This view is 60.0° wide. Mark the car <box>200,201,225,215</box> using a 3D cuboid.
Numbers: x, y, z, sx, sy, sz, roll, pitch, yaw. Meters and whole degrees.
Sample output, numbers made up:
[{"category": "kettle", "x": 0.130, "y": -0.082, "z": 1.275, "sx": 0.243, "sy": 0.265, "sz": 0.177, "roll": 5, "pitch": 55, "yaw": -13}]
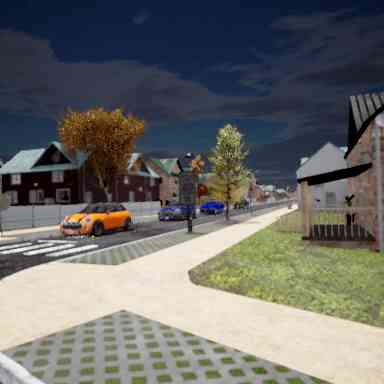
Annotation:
[{"category": "car", "x": 2.388, "y": 1.796, "z": 38.975, "sx": 1.882, "sy": 1.535, "sz": 5.008, "roll": -2, "pitch": -1, "yaw": 21}]

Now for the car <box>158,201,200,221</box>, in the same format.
[{"category": "car", "x": -1.267, "y": 1.573, "z": 29.501, "sx": 2.097, "sy": 1.767, "sz": 4.553, "roll": -2, "pitch": -1, "yaw": 21}]

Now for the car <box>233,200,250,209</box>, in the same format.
[{"category": "car", "x": 7.929, "y": 2.031, "z": 53.112, "sx": 1.837, "sy": 1.490, "sz": 4.892, "roll": -2, "pitch": -1, "yaw": 21}]

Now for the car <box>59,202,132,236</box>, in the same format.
[{"category": "car", "x": -5.334, "y": 1.468, "z": 18.934, "sx": 2.097, "sy": 1.767, "sz": 4.553, "roll": -2, "pitch": -1, "yaw": 21}]
